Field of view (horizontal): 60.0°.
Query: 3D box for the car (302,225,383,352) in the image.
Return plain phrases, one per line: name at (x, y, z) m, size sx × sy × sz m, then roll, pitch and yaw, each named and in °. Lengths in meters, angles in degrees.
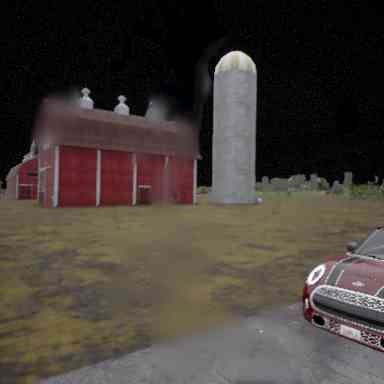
car at (4.045, 1.372, 5.940) m, size 4.553 × 1.767 × 2.097 m, roll 0°, pitch 0°, yaw -35°
